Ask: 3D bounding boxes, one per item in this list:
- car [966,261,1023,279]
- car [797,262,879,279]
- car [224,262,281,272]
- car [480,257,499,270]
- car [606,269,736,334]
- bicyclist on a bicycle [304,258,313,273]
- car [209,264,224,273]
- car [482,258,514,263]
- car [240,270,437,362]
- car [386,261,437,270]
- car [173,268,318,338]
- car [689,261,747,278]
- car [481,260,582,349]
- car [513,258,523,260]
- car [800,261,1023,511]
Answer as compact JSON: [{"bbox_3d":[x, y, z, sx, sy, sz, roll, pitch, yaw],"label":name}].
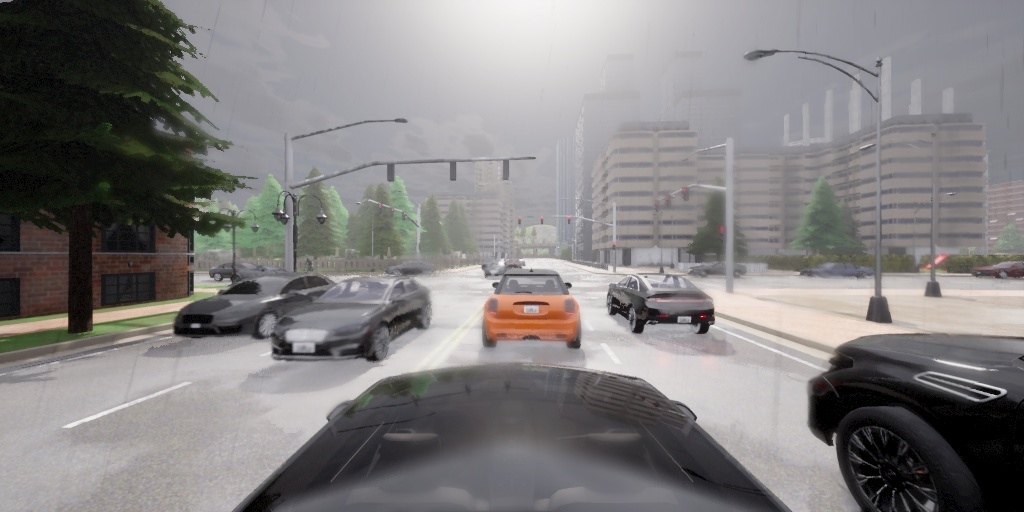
[{"bbox_3d":[43.711,1.228,31.473,5.008,1.535,1.882,0,0,4],"label":"car"},{"bbox_3d":[29.455,1.297,32.518,5.357,1.411,2.033,0,0,4],"label":"car"},{"bbox_3d":[-17.216,1.314,25.156,4.181,1.385,1.994,0,0,4],"label":"car"},{"bbox_3d":[-3.221,1.102,52.105,2.097,1.767,4.553,0,0,4],"label":"car"},{"bbox_3d":[4.093,1.241,10.614,2.128,1.511,4.902,0,0,4],"label":"car"},{"bbox_3d":[-22.756,1.051,40.073,0.582,1.620,1.656,0,0,4],"label":"bicyclist on a bicycle"},{"bbox_3d":[-21.704,1.255,28.993,4.892,1.490,1.837,0,0,4],"label":"car"},{"bbox_3d":[-1.309,1.241,32.674,2.128,1.511,4.902,0,0,6],"label":"car"},{"bbox_3d":[-3.266,1.241,8.349,2.128,1.511,4.902,0,0,4],"label":"car"},{"bbox_3d":[-9.932,1.241,35.568,4.902,1.511,2.128,0,1,-19],"label":"car"},{"bbox_3d":[-6.657,1.255,10.146,1.837,1.490,4.892,0,0,4],"label":"car"},{"bbox_3d":[19.004,1.241,33.271,4.902,1.511,2.128,0,0,4],"label":"car"},{"bbox_3d":[0.518,1.102,9.387,2.097,1.767,4.553,0,0,3],"label":"car"},{"bbox_3d":[0.288,1.101,52.124,2.097,1.767,4.553,0,0,4],"label":"car"},{"bbox_3d":[3.709,0.971,0.777,2.150,2.045,5.566,0,0,0],"label":"car"}]
